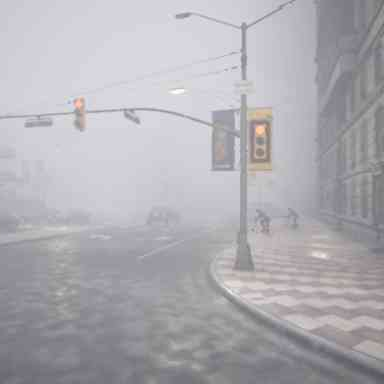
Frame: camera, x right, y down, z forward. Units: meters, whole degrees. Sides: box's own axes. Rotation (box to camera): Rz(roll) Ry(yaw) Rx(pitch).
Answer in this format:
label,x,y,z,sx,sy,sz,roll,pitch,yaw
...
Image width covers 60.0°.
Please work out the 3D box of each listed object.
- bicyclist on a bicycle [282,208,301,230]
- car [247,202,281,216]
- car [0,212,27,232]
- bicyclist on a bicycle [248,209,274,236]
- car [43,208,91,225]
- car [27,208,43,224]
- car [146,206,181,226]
label,x,y,z,sx,sy,sz,roll,pitch,yaw
bicyclist on a bicycle,7.103,1.929,23.664,1.656,1.620,0.582,0,-1,-19
car,10.535,2.492,48.974,5.566,2.045,2.150,1,-2,-30
car,-13.491,1.992,21.843,1.812,1.442,4.674,0,-1,15
bicyclist on a bicycle,4.095,1.817,19.798,1.656,1.620,0.582,-1,-2,30
car,-11.123,2.221,30.609,1.812,1.442,4.674,0,-1,15
car,-14.337,2.262,32.137,2.033,1.411,5.357,0,-1,15
car,-2.586,2.105,30.983,2.097,1.767,4.553,0,-1,15
